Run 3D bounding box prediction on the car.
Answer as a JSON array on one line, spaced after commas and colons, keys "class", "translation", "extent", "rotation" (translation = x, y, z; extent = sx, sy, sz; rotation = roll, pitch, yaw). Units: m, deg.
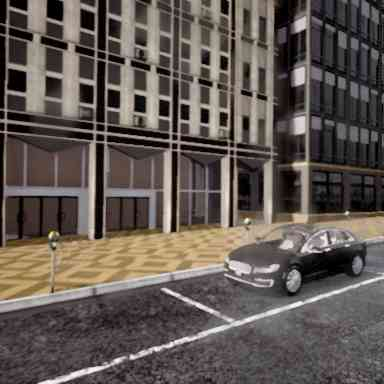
[{"class": "car", "translation": [2.799, 1.525, 8.542], "extent": [4.403, 1.369, 2.008], "rotation": [0, 1, -35]}]
